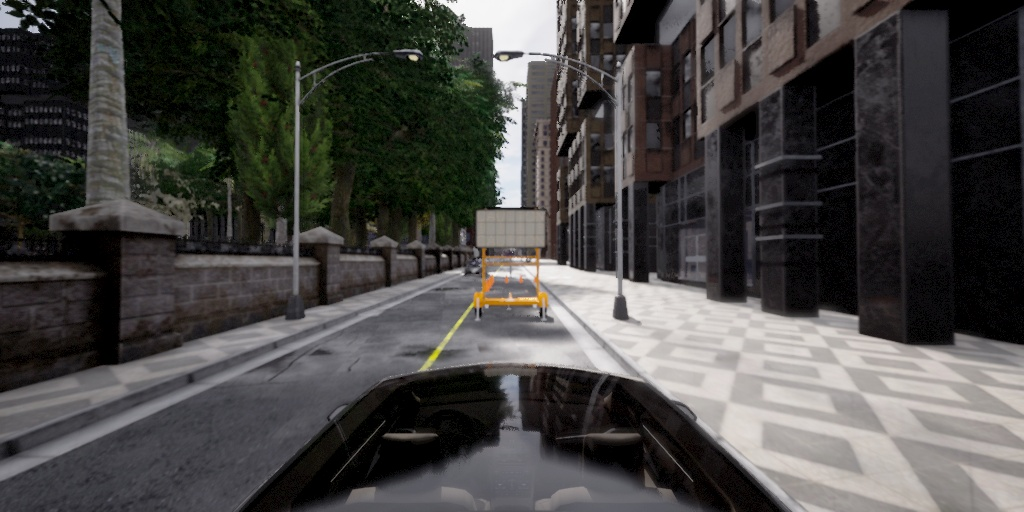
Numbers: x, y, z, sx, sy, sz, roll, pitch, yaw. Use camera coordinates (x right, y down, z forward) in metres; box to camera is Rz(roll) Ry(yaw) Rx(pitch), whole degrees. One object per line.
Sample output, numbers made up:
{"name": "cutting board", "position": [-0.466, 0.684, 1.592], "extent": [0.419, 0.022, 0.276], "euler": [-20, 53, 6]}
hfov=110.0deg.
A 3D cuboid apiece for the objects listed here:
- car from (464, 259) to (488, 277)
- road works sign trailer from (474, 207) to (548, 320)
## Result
{"name": "car", "position": [-3.228, 1.061, 32.775], "extent": [2.128, 1.511, 4.902], "euler": [0, 0, 0]}
{"name": "road works sign trailer", "position": [-0.043, 0.146, 12.211], "extent": [2.380, 3.560, 2.880], "euler": [0, 0, 0]}
